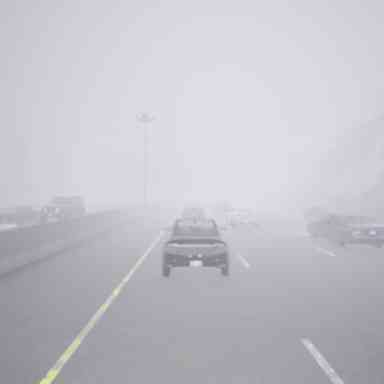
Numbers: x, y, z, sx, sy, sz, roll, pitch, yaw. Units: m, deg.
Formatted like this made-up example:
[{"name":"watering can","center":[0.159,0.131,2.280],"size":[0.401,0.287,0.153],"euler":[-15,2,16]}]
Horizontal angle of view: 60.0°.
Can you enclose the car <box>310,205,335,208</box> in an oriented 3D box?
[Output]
[{"name":"car","center":[10.603,1.766,27.225],"size":[2.033,1.411,5.357],"euler":[0,0,0]}]

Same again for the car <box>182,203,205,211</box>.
[{"name":"car","center":[0.105,1.711,29.346],"size":[1.882,1.535,5.008],"euler":[0,0,0]}]

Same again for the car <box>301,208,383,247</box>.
[{"name":"car","center":[7.102,1.673,15.558],"size":[2.033,1.411,5.357],"euler":[0,0,0]}]

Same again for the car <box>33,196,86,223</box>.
[{"name":"car","center":[-10.498,1.350,27.435],"size":[2.150,2.045,5.566],"euler":[0,0,0]}]

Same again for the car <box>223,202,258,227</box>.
[{"name":"car","center":[3.591,1.719,24.166],"size":[1.812,1.442,4.674],"euler":[0,-1,0]}]

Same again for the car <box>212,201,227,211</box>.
[{"name":"car","center":[3.604,1.806,41.313],"size":[1.882,1.535,5.008],"euler":[0,0,0]}]

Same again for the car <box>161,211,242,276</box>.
[{"name":"car","center":[0.101,1.577,10.649],"size":[2.128,1.511,4.902],"euler":[0,0,0]}]

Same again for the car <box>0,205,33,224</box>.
[{"name":"car","center":[-14.006,1.776,26.908],"size":[1.994,1.385,4.181],"euler":[0,-1,0]}]
